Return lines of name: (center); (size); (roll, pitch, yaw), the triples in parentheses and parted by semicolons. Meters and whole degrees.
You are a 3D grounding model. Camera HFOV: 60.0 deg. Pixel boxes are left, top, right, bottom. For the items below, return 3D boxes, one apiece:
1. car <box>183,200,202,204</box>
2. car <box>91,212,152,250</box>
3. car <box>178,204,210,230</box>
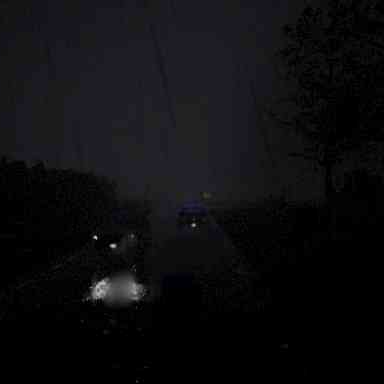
car: (0.044, 1.564, 36.376); (1.882, 1.535, 5.008); (0, 0, 0)
car: (-2.874, 1.591, 14.792); (2.033, 1.411, 5.357); (0, 0, 0)
car: (0.073, 1.660, 21.728); (1.895, 1.301, 4.718); (0, 0, -1)
